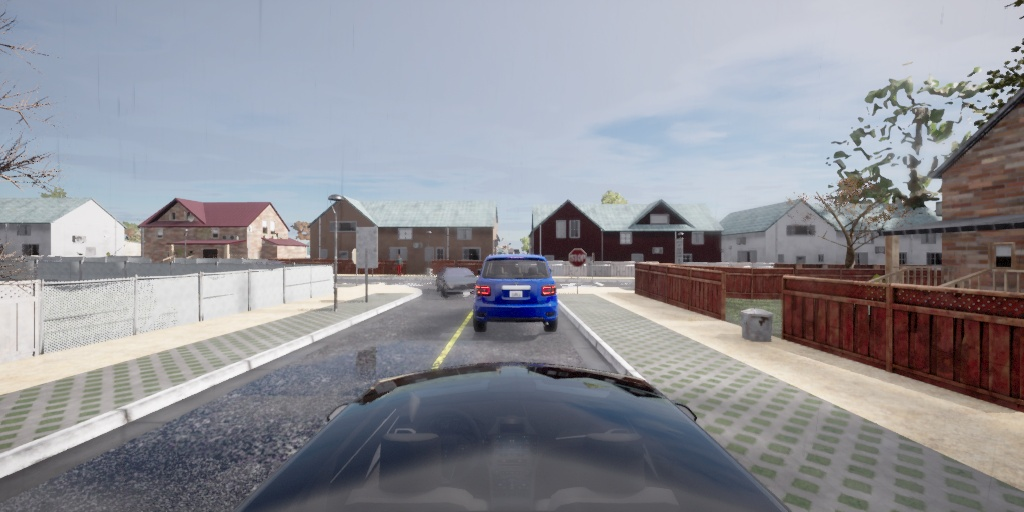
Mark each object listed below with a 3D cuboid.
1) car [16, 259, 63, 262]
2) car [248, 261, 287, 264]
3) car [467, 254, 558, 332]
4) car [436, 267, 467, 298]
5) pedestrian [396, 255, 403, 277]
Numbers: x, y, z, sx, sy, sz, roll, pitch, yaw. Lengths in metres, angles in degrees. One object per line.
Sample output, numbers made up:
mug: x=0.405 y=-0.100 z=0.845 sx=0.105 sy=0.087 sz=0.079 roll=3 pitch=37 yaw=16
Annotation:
car: x=-32.083 y=0.929 z=24.541 sx=4.902 sy=1.511 sz=2.128 roll=1 pitch=0 yaw=1
car: x=-16.123 y=1.094 z=24.219 sx=4.902 sy=1.511 sz=2.128 roll=1 pitch=0 yaw=1
car: x=0.080 y=0.971 z=10.972 sx=2.150 sy=2.045 sz=5.566 roll=0 pitch=0 yaw=0
car: x=-2.867 y=1.297 z=18.725 sx=2.033 sy=1.411 sz=5.357 roll=0 pitch=0 yaw=-18
pedestrian: x=-9.425 y=0.803 z=29.950 sx=0.375 sy=1.860 sz=0.375 roll=0 pitch=0 yaw=1
